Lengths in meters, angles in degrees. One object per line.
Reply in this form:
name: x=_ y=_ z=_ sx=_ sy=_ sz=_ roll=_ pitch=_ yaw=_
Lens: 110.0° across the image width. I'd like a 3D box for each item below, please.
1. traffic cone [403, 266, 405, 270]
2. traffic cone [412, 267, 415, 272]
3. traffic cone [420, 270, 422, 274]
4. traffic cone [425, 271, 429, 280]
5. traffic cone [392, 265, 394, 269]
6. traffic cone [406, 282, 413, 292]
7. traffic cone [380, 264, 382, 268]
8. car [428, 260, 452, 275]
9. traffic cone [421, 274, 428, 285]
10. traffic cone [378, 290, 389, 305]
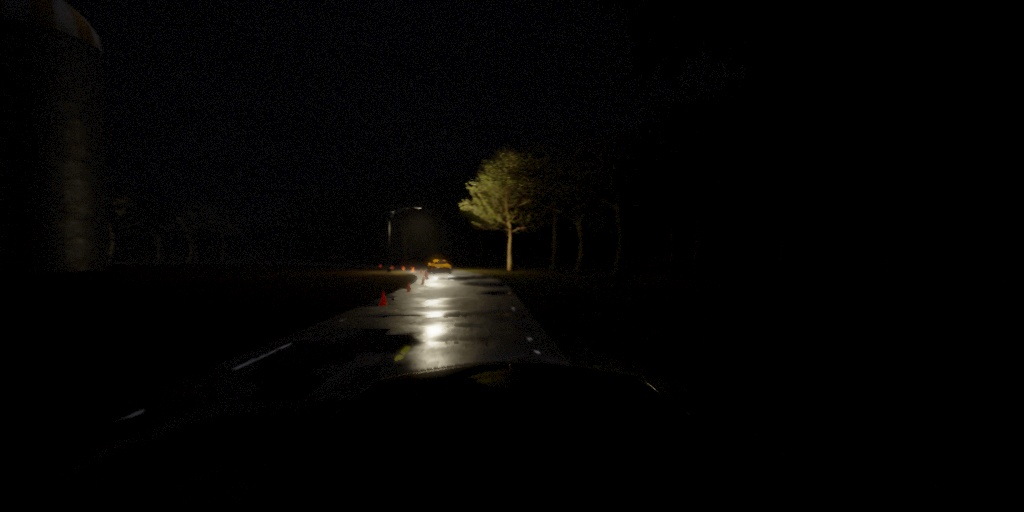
traffic cone: x=-14.150 y=1.554 z=46.901 sx=0.340 sy=0.580 sz=0.340 roll=0 pitch=0 yaw=-32
traffic cone: x=-11.764 y=1.592 z=42.760 sx=0.340 sy=0.580 sz=0.340 roll=0 pitch=0 yaw=-27
traffic cone: x=-9.752 y=1.627 z=38.424 sx=0.340 sy=0.580 sz=0.340 roll=0 pitch=0 yaw=-22
traffic cone: x=-6.912 y=1.675 z=29.306 sx=0.340 sy=0.580 sz=0.340 roll=0 pitch=0 yaw=-12
traffic cone: x=-16.893 y=1.520 z=50.815 sx=0.340 sy=0.580 sz=0.340 roll=0 pitch=0 yaw=-38
traffic cone: x=-5.669 y=1.694 z=19.734 sx=0.340 sy=0.580 sz=0.340 roll=0 pitch=0 yaw=-4
traffic cone: x=-19.971 y=1.491 z=54.473 sx=0.340 sy=0.580 sz=0.340 roll=0 pitch=0 yaw=-43
car: x=-7.596 y=1.144 z=37.749 sx=1.882 sy=1.535 sz=5.008 roll=0 pitch=0 yaw=-22
traffic cone: x=-6.107 y=1.688 z=24.595 sx=0.340 sy=0.580 sz=0.340 roll=0 pitch=0 yaw=-7
traffic cone: x=-5.284 y=1.702 z=14.748 sx=0.340 sy=0.580 sz=0.340 roll=0 pitch=0 yaw=-4
